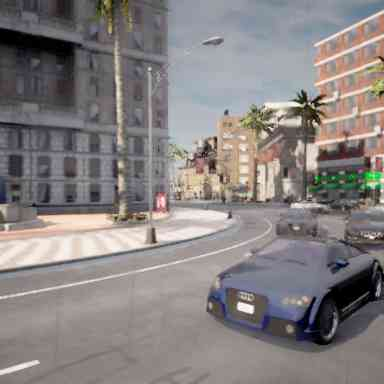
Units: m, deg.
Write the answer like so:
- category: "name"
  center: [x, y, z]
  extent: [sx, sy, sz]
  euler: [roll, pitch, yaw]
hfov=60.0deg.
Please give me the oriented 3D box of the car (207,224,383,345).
- category: "car"
  center: [2.194, 1.581, 6.517]
  extent: [1.994, 1.385, 4.181]
  euler: [-1, 0, 44]

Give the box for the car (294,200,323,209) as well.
- category: "car"
  center: [14.056, 1.684, 40.856]
  extent: [1.895, 1.301, 4.718]
  euler: [0, 0, -11]

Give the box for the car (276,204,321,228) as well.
- category: "car"
  center: [5.886, 1.608, 18.299]
  extent: [1.994, 1.385, 4.181]
  euler: [-1, 0, 22]

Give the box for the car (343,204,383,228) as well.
- category: "car"
  center: [7.913, 1.514, 14.954]
  extent: [1.837, 1.490, 4.892]
  euler: [-1, 0, 25]

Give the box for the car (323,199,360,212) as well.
- category: "car"
  center: [17.844, 1.568, 39.059]
  extent: [1.812, 1.442, 4.674]
  euler: [0, 0, -8]
